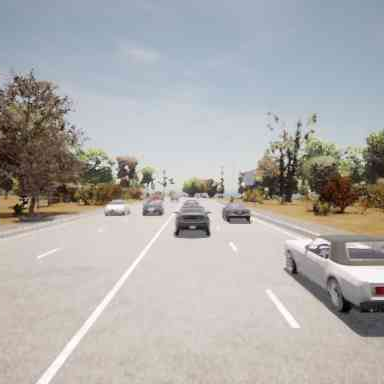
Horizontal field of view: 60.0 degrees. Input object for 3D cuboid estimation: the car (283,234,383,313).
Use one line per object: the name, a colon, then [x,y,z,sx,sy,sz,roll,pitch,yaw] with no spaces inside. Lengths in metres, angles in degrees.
car: [3.574,1.601,7.581,1.895,1.301,4.718,0,0,0]

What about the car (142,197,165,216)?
car: [-3.720,1.500,32.522,2.128,1.511,4.902,0,0,0]

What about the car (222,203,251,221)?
car: [3.499,1.551,26.847,2.033,1.411,5.357,0,0,0]

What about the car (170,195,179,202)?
car: [-3.796,1.396,73.505,2.128,1.511,4.902,0,0,0]

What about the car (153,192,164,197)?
car: [-7.296,1.098,73.461,2.150,2.045,5.566,0,0,0]

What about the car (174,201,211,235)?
car: [0.029,1.508,18.989,1.837,1.490,4.892,0,0,0]

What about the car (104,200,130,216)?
car: [-7.222,1.534,32.518,1.812,1.442,4.674,0,0,0]
